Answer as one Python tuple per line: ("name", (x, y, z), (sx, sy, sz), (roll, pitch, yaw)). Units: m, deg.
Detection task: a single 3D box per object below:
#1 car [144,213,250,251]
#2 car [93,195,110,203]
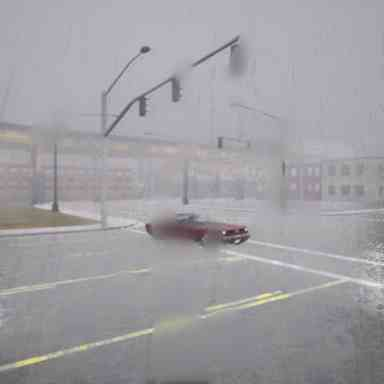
("car", (0.119, 1.596, 14.313), (4.718, 1.301, 1.895), (0, 0, 43))
("car", (-17.567, 1.390, 64.467), (1.837, 1.490, 4.892), (-2, 0, 8))
